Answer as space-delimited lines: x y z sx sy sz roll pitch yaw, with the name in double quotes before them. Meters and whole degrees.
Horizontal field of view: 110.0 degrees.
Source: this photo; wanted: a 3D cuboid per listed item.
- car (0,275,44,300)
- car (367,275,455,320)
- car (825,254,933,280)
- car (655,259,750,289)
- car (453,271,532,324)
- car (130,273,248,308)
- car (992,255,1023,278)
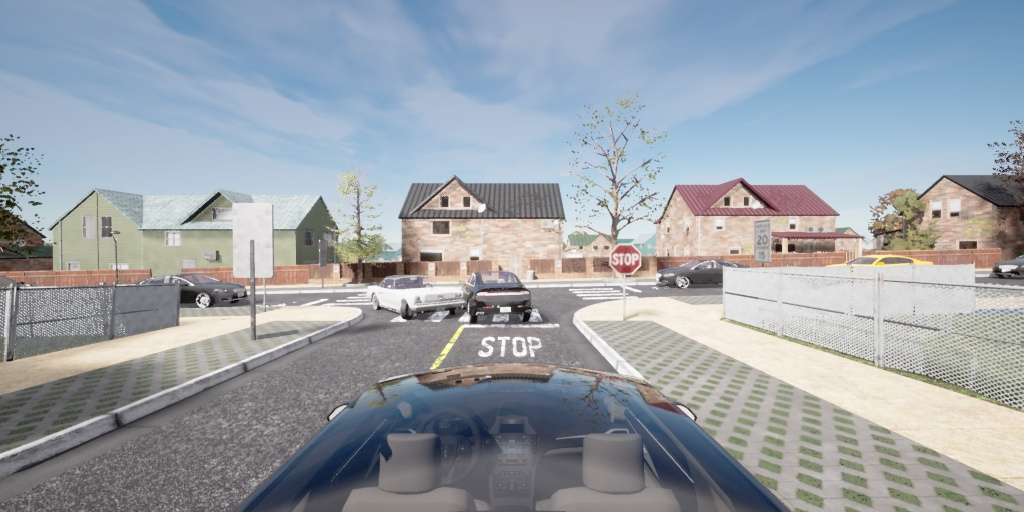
"car" -24.233 1.648 16.402 4.553 1.767 2.097 -1 1 0
"car" -3.597 1.367 12.938 1.895 1.301 4.718 0 0 -38
"car" 19.769 0.690 19.514 5.008 1.535 1.882 -1 1 -1
"car" 10.339 0.925 19.481 4.902 1.511 2.128 -1 1 0
"car" -0.680 1.242 12.078 2.128 1.511 4.902 0 0 -12
"car" -14.895 1.566 16.439 4.902 1.511 2.128 -1 1 0
"car" 29.393 0.478 19.546 4.902 1.511 2.128 -1 1 0
